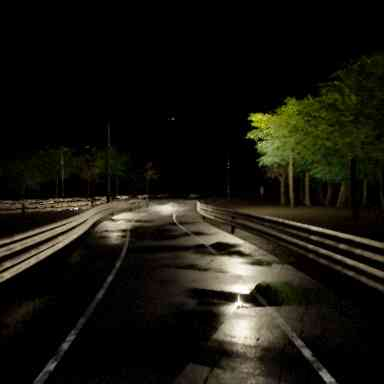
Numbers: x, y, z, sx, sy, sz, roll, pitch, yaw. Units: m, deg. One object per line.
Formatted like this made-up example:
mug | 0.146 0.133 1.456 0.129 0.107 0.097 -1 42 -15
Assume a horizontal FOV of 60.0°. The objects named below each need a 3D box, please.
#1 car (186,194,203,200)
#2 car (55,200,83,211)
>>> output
car | 0.635 1.285 81.247 2.033 1.411 5.357 0 1 32
car | -18.598 1.893 50.429 1.882 1.535 5.008 0 1 32
